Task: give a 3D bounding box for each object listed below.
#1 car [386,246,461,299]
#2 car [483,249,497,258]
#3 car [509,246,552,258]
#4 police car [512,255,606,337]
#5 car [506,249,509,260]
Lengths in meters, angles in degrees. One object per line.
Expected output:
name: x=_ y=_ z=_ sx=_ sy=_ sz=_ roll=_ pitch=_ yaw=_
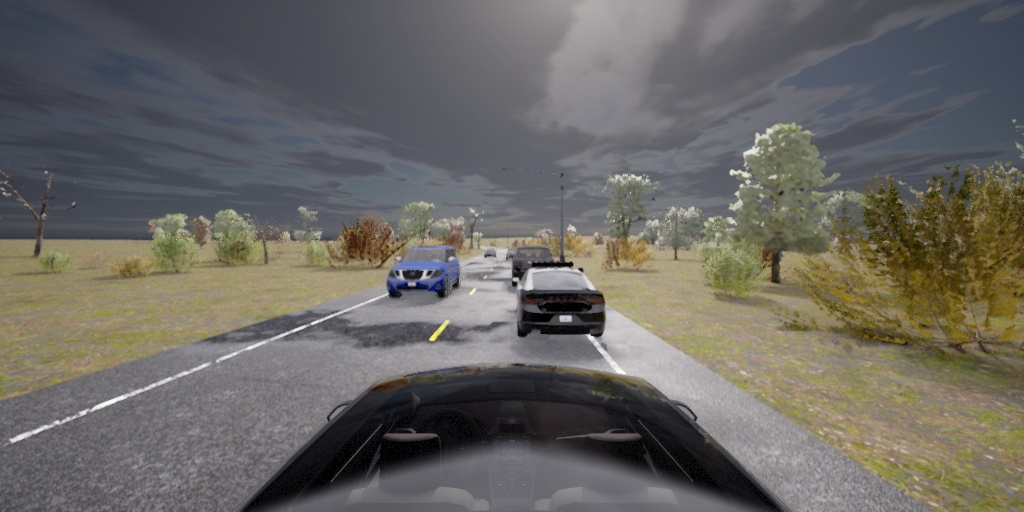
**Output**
car: x=-3.590 y=0.570 z=15.623 sx=2.150 sy=2.045 sz=5.566 roll=0 pitch=2 yaw=0
car: x=-3.538 y=-0.436 z=58.376 sx=1.837 sy=1.490 sz=4.892 roll=0 pitch=2 yaw=0
car: x=1.060 y=0.460 z=19.510 sx=2.150 sy=2.045 sz=5.566 roll=0 pitch=2 yaw=0
police car: x=1.055 y=0.949 z=9.600 sx=1.930 sy=1.638 sz=5.238 roll=0 pitch=2 yaw=0
car: x=0.082 y=-0.201 z=52.194 sx=2.033 sy=1.411 sz=5.357 roll=0 pitch=2 yaw=1
